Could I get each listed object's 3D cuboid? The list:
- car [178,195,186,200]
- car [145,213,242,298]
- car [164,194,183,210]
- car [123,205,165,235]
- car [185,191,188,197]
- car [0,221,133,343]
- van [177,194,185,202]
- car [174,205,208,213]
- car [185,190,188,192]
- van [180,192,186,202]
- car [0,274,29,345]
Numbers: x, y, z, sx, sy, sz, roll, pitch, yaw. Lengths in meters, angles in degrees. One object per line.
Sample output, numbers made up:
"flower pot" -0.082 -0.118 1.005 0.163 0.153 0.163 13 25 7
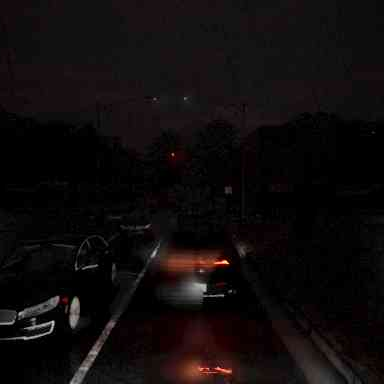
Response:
"car" -2.578 1.443 88.529 2.008 1.369 4.403 -1 0 0
"car" 0.110 1.503 8.490 1.837 1.490 4.892 0 0 0
"car" -2.627 1.490 44.209 1.967 1.590 4.097 -2 0 0
"car" -2.644 1.585 17.432 1.802 1.307 4.206 -2 0 0
"car" -2.602 1.319 71.908 2.192 1.841 5.009 -1 0 0
"car" -2.654 1.549 6.537 2.008 1.369 4.403 -2 0 0
"van" -2.594 1.314 77.445 1.690 1.788 3.998 -1 0 0
"car" 0.145 1.604 18.621 1.895 1.301 4.718 0 0 1
"car" -2.576 1.146 94.078 2.192 1.841 5.009 -1 1 0
"van" -2.606 1.369 66.365 1.690 1.788 3.998 -1 0 0
"car" -2.658 1.550 1.088 2.008 1.369 4.403 -2 0 0
